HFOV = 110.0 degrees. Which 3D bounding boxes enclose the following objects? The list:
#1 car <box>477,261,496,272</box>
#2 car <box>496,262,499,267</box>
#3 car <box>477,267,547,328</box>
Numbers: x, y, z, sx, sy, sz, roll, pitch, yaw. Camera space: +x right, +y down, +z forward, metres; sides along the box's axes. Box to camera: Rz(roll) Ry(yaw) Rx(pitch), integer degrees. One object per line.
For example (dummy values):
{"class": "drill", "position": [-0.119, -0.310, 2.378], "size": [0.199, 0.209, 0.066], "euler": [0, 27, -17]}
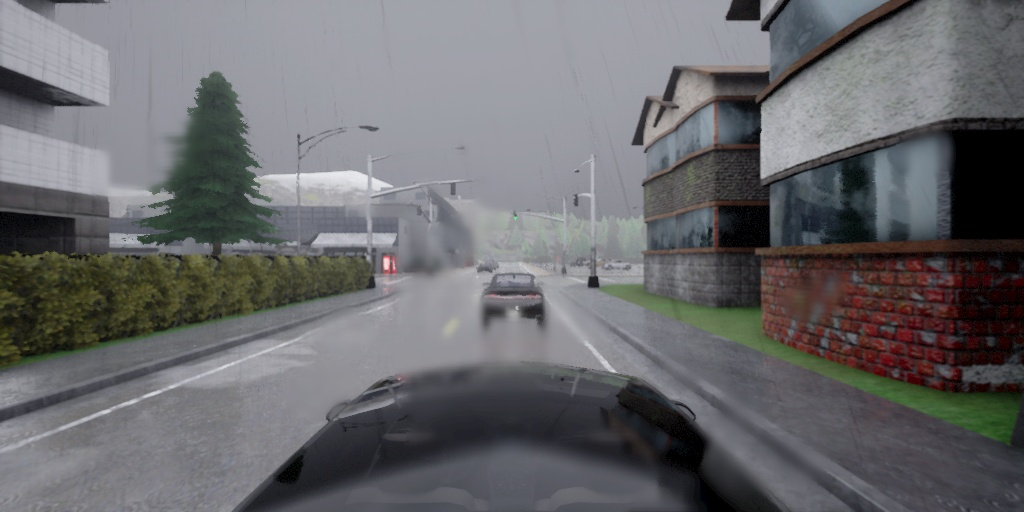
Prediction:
{"class": "car", "position": [-3.572, 1.607, 47.937], "size": [1.895, 1.301, 4.718], "euler": [0, 0, 0]}
{"class": "car", "position": [-3.557, 1.625, 57.964], "size": [1.994, 1.385, 4.181], "euler": [0, 0, 0]}
{"class": "car", "position": [0.070, 1.298, 11.651], "size": [2.128, 1.511, 4.902], "euler": [0, 0, 0]}
